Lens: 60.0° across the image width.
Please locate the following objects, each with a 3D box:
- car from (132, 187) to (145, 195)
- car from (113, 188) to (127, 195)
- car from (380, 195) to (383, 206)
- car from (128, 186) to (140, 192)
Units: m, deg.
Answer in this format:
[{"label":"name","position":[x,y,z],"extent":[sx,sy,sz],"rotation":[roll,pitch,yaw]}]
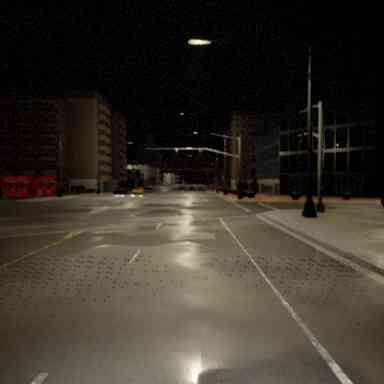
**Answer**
[{"label":"car","position":[-10.474,-0.153,65.072],"extent":[1.882,1.535,5.008],"rotation":[0,1,0]},{"label":"car","position":[-13.974,-0.069,65.079],"extent":[1.994,1.385,4.181],"rotation":[0,1,0]},{"label":"car","position":[19.235,0.505,29.183],"extent":[4.553,1.767,2.097],"rotation":[0,2,0]},{"label":"car","position":[-13.954,-0.761,80.488],"extent":[2.128,1.511,4.902],"rotation":[0,1,0]}]
